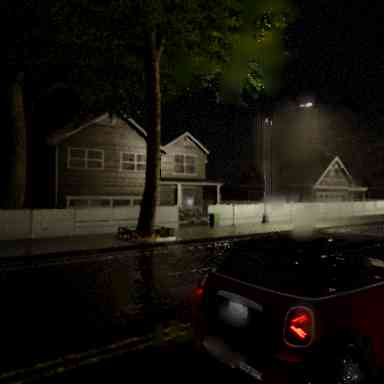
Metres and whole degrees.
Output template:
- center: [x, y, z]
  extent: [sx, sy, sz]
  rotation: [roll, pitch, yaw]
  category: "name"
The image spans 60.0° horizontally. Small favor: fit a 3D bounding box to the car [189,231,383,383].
- center: [2.250, 1.379, 5.054]
  extent: [4.553, 1.767, 2.097]
  rotation: [0, 0, -36]
  category: "car"
